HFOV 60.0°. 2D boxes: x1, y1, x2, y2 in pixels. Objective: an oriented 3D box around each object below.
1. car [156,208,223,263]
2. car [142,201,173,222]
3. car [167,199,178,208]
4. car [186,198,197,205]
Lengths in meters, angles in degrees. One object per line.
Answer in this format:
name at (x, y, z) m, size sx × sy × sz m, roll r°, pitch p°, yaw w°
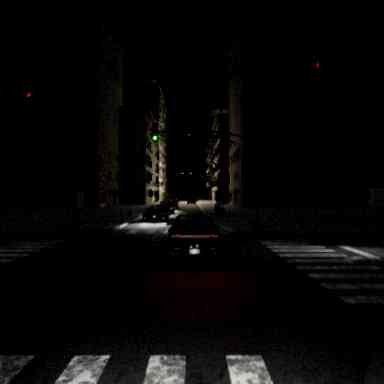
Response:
car at (0.074, 1.564, 12.317) m, size 2.128 × 1.511 × 4.902 m, roll 0°, pitch 0°, yaw 0°
car at (-2.895, 1.716, 27.602) m, size 1.994 × 1.385 × 4.181 m, roll 0°, pitch 0°, yaw 0°
car at (-2.901, 1.728, 37.672) m, size 1.812 × 1.442 × 4.674 m, roll 0°, pitch 0°, yaw 0°
car at (-0.103, 1.886, 67.583) m, size 1.812 × 1.442 × 4.674 m, roll 0°, pitch 0°, yaw 0°
